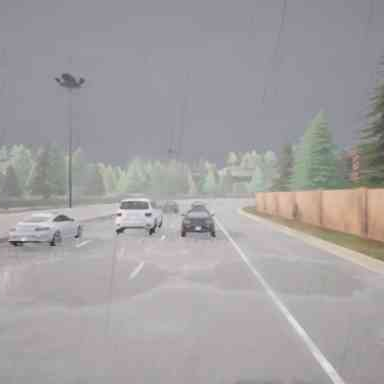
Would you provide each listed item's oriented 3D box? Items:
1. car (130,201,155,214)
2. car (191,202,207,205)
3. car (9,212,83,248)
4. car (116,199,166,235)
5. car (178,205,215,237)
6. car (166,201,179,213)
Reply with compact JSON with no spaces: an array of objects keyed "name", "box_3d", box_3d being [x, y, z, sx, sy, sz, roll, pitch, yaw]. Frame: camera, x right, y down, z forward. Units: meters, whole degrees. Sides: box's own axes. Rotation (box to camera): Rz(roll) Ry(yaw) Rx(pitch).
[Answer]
[{"name":"car","box_3d":[-6.167,1.900,42.122,2.128,1.511,4.902,0,0,3]},{"name":"car","box_3d":[0.829,1.921,41.868,1.812,1.442,4.674,0,0,3]},{"name":"car","box_3d":[-6.707,1.684,15.667,1.812,1.442,4.674,0,0,1]},{"name":"car","box_3d":[-3.131,1.423,20.590,2.150,2.045,5.566,0,0,1]},{"name":"car","box_3d":[0.355,1.710,19.388,1.812,1.442,4.674,0,0,1]},{"name":"car","box_3d":[-2.653,1.930,42.217,1.812,1.442,4.674,0,0,3]}]
